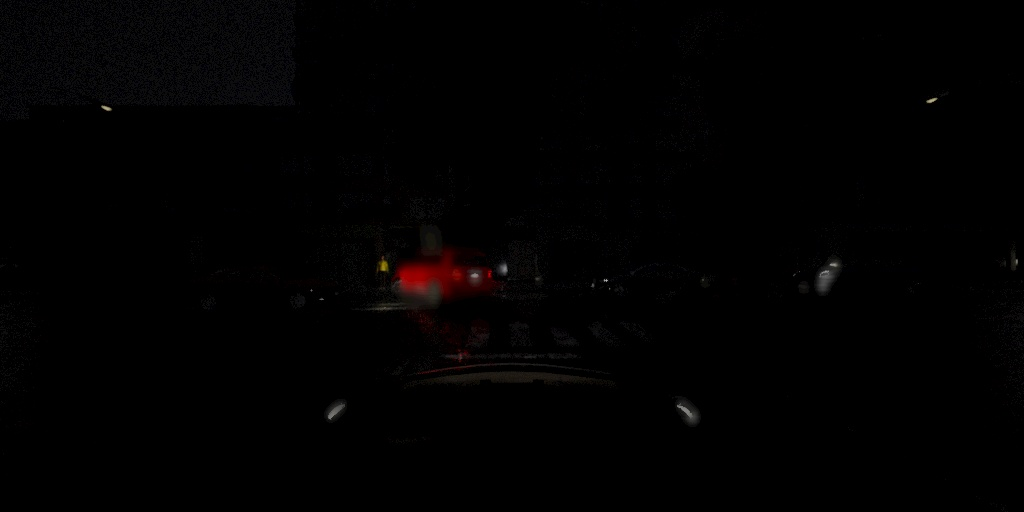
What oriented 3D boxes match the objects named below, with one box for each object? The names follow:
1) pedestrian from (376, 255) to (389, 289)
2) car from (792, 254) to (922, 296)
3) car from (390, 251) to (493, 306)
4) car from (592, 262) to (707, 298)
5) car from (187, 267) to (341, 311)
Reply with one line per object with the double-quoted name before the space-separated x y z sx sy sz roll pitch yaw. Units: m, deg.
"pedestrian" -6.924 0.835 19.129 0.375 1.860 0.375 0 0 0
"car" 15.440 0.816 16.255 4.553 1.767 2.097 0 0 0
"car" -3.053 0.847 15.055 2.150 2.045 5.566 2 -2 -40
"car" 6.119 1.038 16.239 4.902 1.511 2.128 -1 0 0
"car" -8.991 1.150 13.262 5.008 1.535 1.882 -1 0 0
